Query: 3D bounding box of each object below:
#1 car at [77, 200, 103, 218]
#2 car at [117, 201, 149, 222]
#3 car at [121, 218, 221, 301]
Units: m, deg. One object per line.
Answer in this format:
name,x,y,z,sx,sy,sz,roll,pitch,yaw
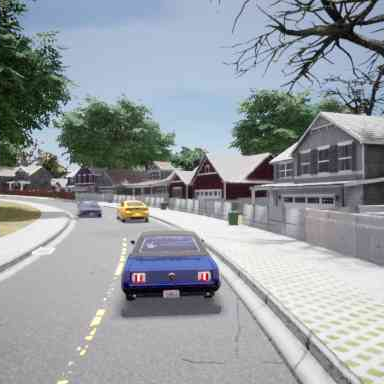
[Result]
car,-9.066,1.414,29.165,2.033,1.411,5.357,0,0,-22
car,-4.615,1.394,25.552,1.882,1.535,5.008,0,0,-19
car,-0.607,1.596,8.368,1.895,1.301,4.718,0,0,-6
